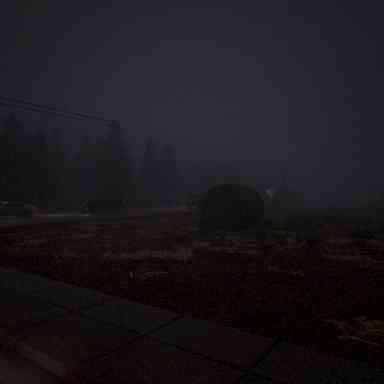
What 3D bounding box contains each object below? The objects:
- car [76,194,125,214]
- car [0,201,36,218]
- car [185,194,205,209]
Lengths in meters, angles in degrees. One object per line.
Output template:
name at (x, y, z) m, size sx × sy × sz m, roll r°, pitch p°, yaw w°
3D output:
car at (-10.024, 1.249, 36.911) m, size 2.150 × 2.045 × 5.566 m, roll 0°, pitch 0°, yaw 37°
car at (-15.982, 1.552, 28.855) m, size 1.812 × 1.442 × 4.674 m, roll 0°, pitch 0°, yaw 37°
car at (1.412, 1.248, 46.165) m, size 2.150 × 2.045 × 5.566 m, roll 0°, pitch 0°, yaw 38°
